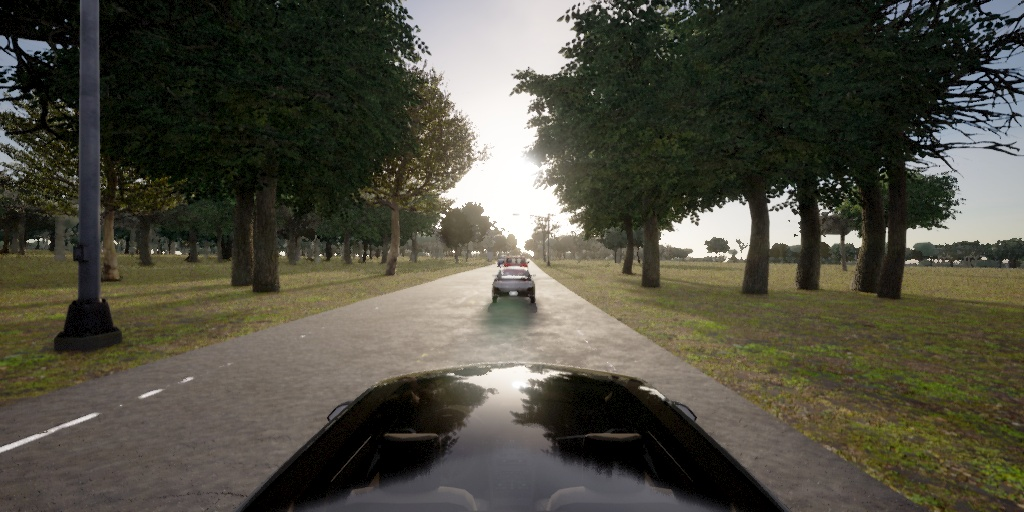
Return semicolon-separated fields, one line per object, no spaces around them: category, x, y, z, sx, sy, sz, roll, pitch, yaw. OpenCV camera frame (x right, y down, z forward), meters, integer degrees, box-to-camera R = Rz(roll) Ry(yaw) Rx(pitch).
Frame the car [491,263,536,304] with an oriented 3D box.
car;0.090;1.252;16.470;2.128;1.511;4.902;0;0;1

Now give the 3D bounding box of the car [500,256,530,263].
car;0.359;1.032;31.482;2.150;2.045;5.566;0;0;1
